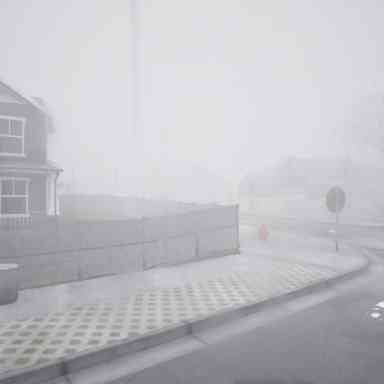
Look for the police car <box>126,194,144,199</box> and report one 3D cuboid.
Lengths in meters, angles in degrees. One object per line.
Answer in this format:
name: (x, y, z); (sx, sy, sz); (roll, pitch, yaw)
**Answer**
police car: (-7.908, 1.095, 46.966); (1.930, 1.638, 5.238); (1, 0, -42)
